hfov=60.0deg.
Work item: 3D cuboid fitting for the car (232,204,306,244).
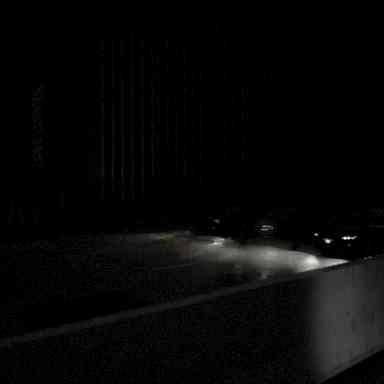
[{"bbox_3d":[4.535,1.431,15.690,5.008,1.535,1.882,0,0,-35],"label":"car"}]

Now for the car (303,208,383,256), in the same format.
[{"bbox_3d":[6.725,1.457,12.948,4.892,1.490,1.837,0,0,-35],"label":"car"}]

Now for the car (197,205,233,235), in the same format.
[{"bbox_3d":[2.575,1.431,18.589,5.008,1.535,1.882,0,0,-35],"label":"car"}]
